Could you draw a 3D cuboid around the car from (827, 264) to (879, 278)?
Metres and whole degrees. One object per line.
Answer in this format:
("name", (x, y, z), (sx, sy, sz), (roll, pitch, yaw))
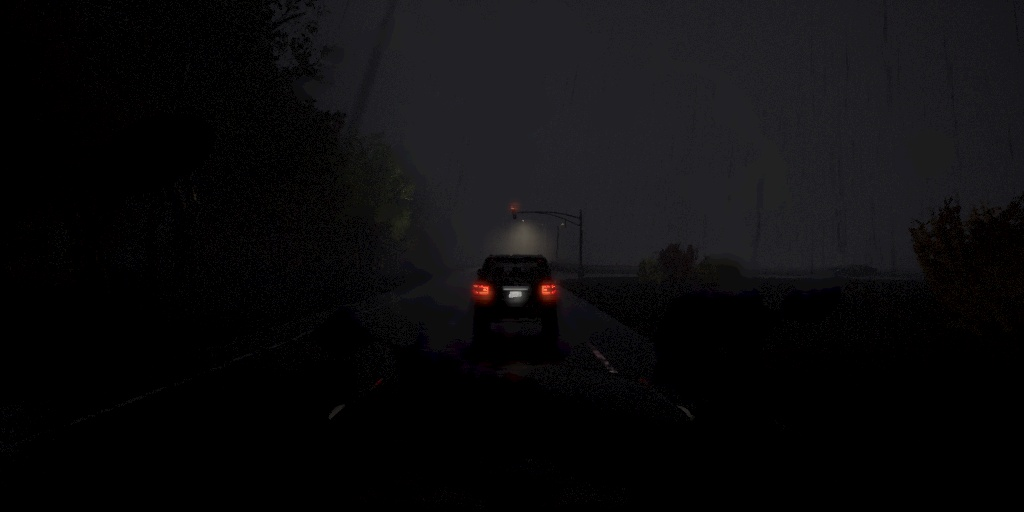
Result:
("car", (39.921, 1.726, 42.099), (5.008, 1.535, 1.882), (1, -1, 0))

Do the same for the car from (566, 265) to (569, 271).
("car", (4.873, 1.404, 45.288), (4.674, 1.442, 1.812), (2, 1, 35))

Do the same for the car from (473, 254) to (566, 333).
("car", (0.102, 0.975, 10.880), (2.150, 2.045, 5.566), (0, 0, 0))

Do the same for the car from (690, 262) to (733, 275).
("car", (23.499, 1.420, 42.187), (4.553, 1.767, 2.097), (1, -1, 0))

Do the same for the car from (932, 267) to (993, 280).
("car", (48.519, 1.829, 38.471), (5.357, 1.411, 2.033), (1, -1, 0))
